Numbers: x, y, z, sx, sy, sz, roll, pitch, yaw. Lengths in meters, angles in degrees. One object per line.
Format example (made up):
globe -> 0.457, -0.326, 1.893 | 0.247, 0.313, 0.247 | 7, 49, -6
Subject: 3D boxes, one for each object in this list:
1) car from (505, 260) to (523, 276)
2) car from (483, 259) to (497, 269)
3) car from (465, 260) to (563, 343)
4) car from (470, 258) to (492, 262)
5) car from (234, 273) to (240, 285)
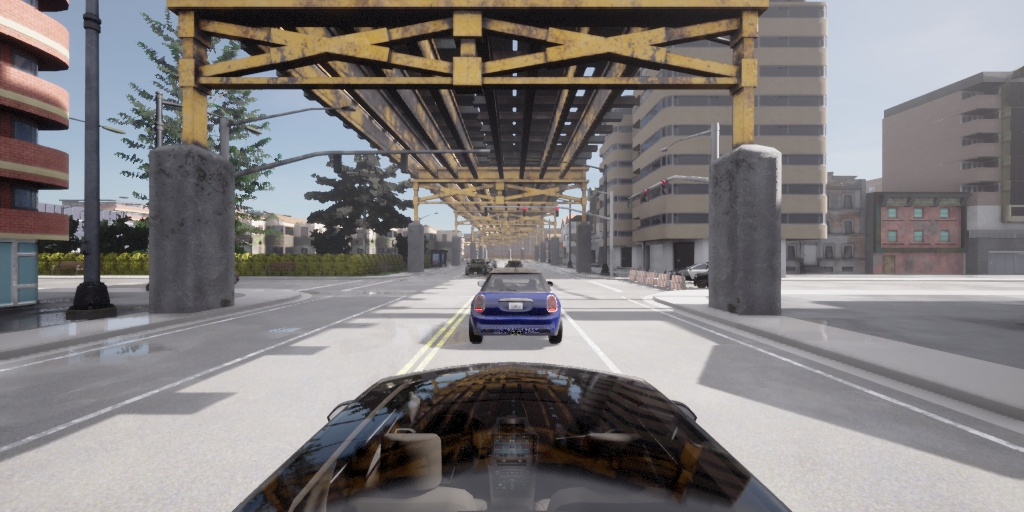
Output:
car -> 0.228, 1.208, 38.368 | 1.837, 1.490, 4.892 | 0, 0, 0
car -> -3.393, 1.197, 56.446 | 1.812, 1.442, 4.674 | 0, 0, 1
car -> 0.100, 1.093, 9.833 | 2.097, 1.767, 4.553 | 0, 0, 1
car -> -3.504, 1.050, 36.779 | 2.097, 1.767, 4.553 | 0, 0, 1
car -> -19.795, 1.207, 22.481 | 4.674, 1.442, 1.812 | 0, 0, 0
